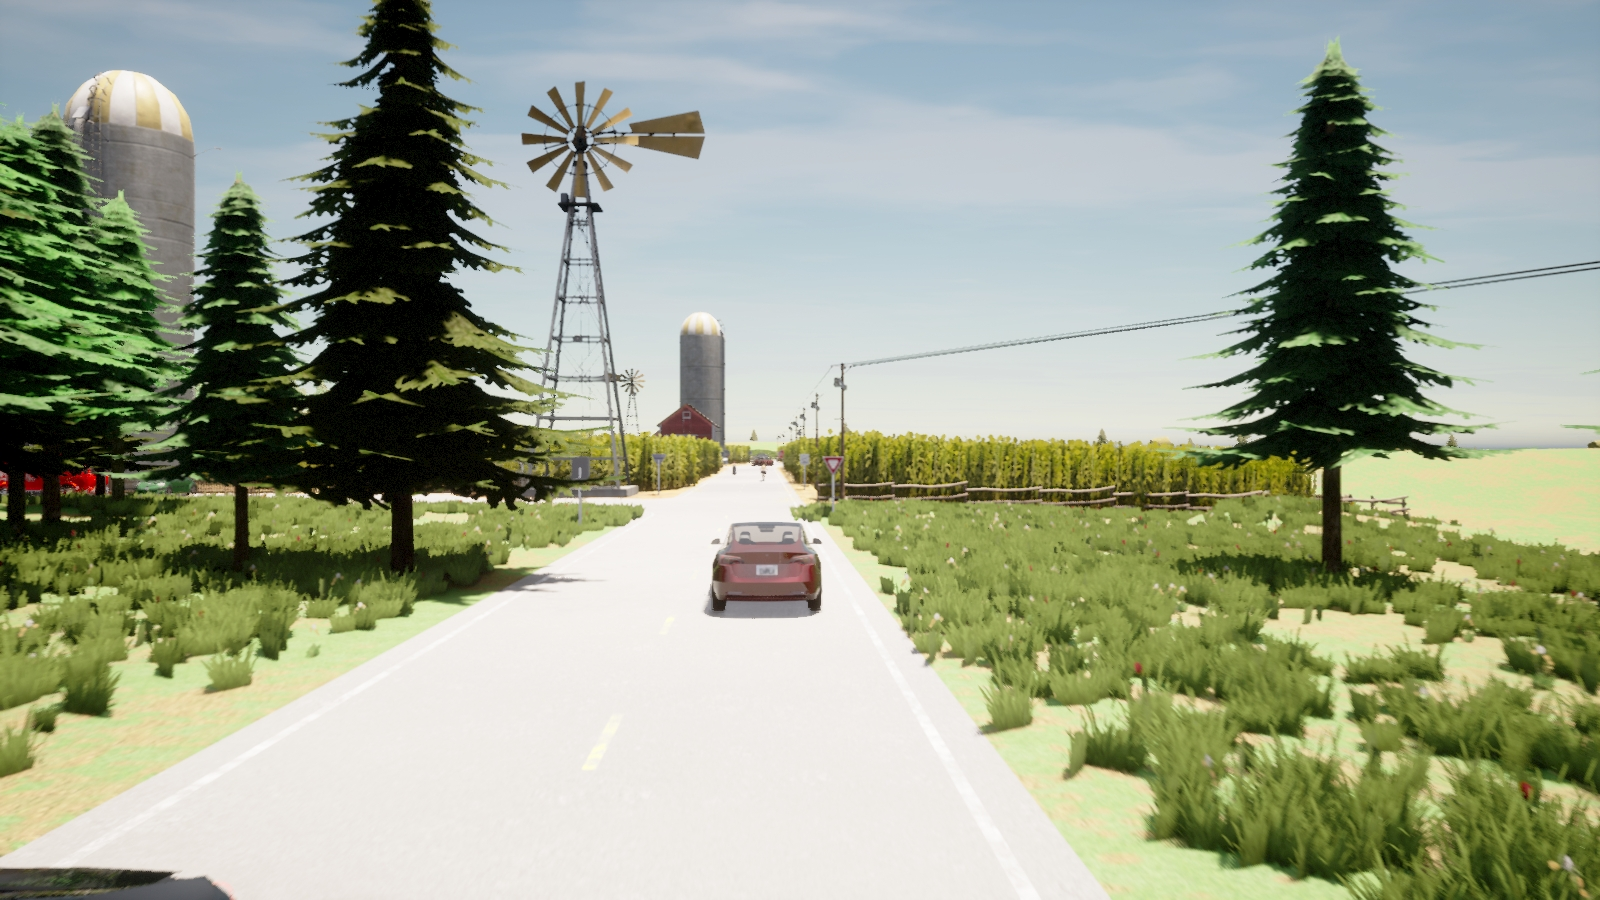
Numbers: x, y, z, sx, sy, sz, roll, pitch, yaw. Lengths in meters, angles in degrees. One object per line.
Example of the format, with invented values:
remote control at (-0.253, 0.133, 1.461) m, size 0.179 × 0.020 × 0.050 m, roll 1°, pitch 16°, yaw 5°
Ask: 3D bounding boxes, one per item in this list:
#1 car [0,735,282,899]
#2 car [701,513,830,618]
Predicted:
car at (-3.238, 2.038, 2.554) m, size 2.038 × 1.542 × 4.974 m, roll 0°, pitch 0°, yaw -2°
car at (-0.657, 2.063, 21.512) m, size 2.163 × 1.488 × 4.792 m, roll 0°, pitch 0°, yaw -2°
